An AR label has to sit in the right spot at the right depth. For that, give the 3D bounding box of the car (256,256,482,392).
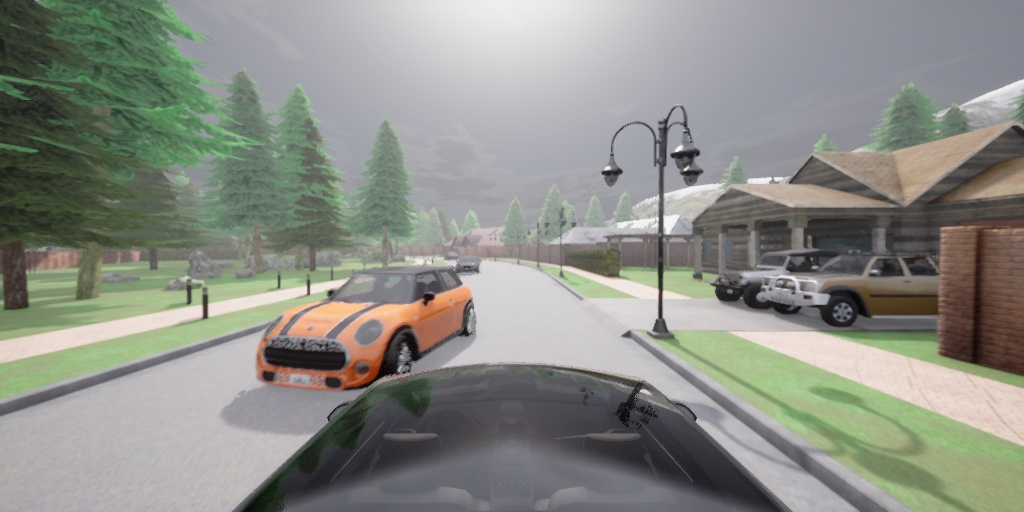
[{"bbox_3d":[-2.302,0.999,6.904,2.097,1.767,4.553,0,1,13],"label":"car"}]

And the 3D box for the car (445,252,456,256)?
[{"bbox_3d":[-10.520,0.009,63.321,1.882,1.535,5.008,0,1,-21],"label":"car"}]

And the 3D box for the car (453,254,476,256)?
[{"bbox_3d":[-3.602,0.684,30.485,1.837,1.490,4.892,0,2,-2],"label":"car"}]
